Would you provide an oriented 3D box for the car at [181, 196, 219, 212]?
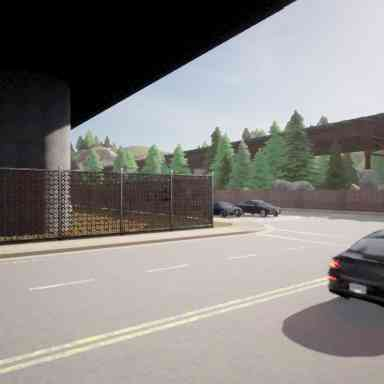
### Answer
[{"bbox_3d":[0.855,1.352,39.085,2.097,1.767,4.553,0,0,-36],"label":"car"}]

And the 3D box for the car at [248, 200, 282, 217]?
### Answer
[{"bbox_3d":[6.253,1.505,31.631,1.837,1.490,4.892,0,0,-36],"label":"car"}]

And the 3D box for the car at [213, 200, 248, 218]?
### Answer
[{"bbox_3d":[2.738,1.564,30.522,1.994,1.385,4.181,0,0,-36],"label":"car"}]

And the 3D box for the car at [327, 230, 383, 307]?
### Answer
[{"bbox_3d":[4.774,1.526,7.151,4.674,1.442,1.812,0,0,-36],"label":"car"}]
